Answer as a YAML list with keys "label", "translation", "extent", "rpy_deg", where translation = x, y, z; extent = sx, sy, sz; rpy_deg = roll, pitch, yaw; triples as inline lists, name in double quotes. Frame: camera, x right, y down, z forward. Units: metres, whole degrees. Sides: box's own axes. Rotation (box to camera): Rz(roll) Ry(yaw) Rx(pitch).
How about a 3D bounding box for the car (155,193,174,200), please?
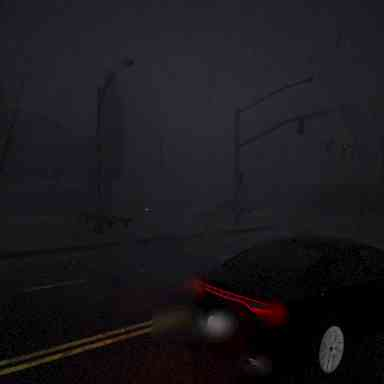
- label: "car"
  translation: [-7.324, 1.153, 89.207]
  extent: [4.605, 1.855, 1.932]
  rpy_deg: [0, 0, -37]

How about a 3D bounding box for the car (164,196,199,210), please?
- label: "car"
  translation: [-1.412, 1.564, 43.563]
  extent: [1.994, 1.385, 4.181]
  rpy_deg: [0, 0, -35]

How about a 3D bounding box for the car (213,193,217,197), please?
- label: "car"
  translation: [6.059, 1.156, 71.098]
  extent: [3.866, 1.878, 1.905]
  rpy_deg: [0, 0, -37]

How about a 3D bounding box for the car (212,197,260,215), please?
- label: "car"
  translation: [4.597, 1.547, 34.989]
  extent: [2.033, 1.411, 5.357]
  rpy_deg: [0, 0, -35]

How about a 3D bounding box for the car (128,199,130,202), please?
- label: "car"
  translation: [-11.669, 1.540, 70.554]
  extent: [2.033, 1.411, 5.357]
  rpy_deg: [0, 0, -35]

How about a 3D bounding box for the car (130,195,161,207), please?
- label: "car"
  translation: [-7.302, 1.352, 51.990]
  extent: [2.097, 1.767, 4.553]
  rpy_deg: [0, 0, -35]

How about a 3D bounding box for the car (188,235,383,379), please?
- label: "car"
  translation: [2.261, 1.478, 5.619]
  extent: [5.008, 1.535, 1.882]
  rpy_deg: [0, 0, -37]

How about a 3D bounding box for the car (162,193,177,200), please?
- label: "car"
  translation: [-5.646, 1.156, 86.848]
  extent: [3.866, 1.878, 1.905]
  rpy_deg: [0, 0, -37]

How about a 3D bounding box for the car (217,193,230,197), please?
- label: "car"
  translation: [7.773, 1.395, 68.764]
  extent: [3.806, 1.475, 1.970]
  rpy_deg: [0, 0, -37]

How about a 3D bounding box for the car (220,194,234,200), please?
- label: "car"
  translation: [10.003, 1.395, 95.066]
  extent: [3.806, 1.475, 1.970]
  rpy_deg: [0, 0, -37]
